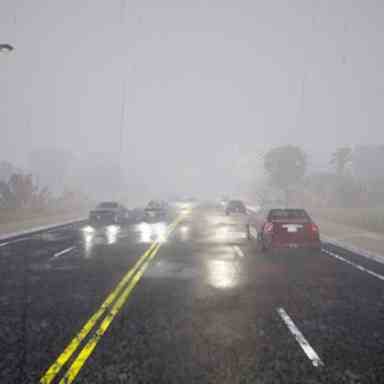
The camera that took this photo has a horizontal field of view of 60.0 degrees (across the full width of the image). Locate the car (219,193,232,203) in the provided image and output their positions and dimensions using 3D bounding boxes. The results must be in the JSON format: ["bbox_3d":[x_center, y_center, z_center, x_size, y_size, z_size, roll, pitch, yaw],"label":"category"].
[{"bbox_3d":[6.049,1.405,61.456,1.895,1.301,4.718,0,0,5],"label":"car"}]

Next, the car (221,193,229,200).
[{"bbox_3d":[8.328,1.135,83.154,2.033,1.649,4.856,0,0,7],"label":"car"}]

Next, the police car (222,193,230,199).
[{"bbox_3d":[9.722,1.152,93.989,2.038,1.542,4.974,0,0,8],"label":"police car"}]

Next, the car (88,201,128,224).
[{"bbox_3d":[-6.103,1.410,24.680,1.882,1.535,5.008,0,0,2],"label":"car"}]

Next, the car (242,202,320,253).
[{"bbox_3d":[3.532,1.319,13.690,2.097,1.767,4.553,0,0,1],"label":"car"}]

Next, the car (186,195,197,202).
[{"bbox_3d":[0.027,1.319,66.908,2.033,1.411,5.357,0,0,6],"label":"car"}]

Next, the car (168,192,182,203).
[{"bbox_3d":[-3.387,1.014,65.434,2.150,2.045,5.566,0,0,6],"label":"car"}]

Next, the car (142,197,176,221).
[{"bbox_3d":[-2.777,1.420,26.641,2.128,1.511,4.902,0,0,2],"label":"car"}]

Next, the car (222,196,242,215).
[{"bbox_3d":[4.177,1.439,32.420,1.812,1.442,4.674,0,0,3],"label":"car"}]
